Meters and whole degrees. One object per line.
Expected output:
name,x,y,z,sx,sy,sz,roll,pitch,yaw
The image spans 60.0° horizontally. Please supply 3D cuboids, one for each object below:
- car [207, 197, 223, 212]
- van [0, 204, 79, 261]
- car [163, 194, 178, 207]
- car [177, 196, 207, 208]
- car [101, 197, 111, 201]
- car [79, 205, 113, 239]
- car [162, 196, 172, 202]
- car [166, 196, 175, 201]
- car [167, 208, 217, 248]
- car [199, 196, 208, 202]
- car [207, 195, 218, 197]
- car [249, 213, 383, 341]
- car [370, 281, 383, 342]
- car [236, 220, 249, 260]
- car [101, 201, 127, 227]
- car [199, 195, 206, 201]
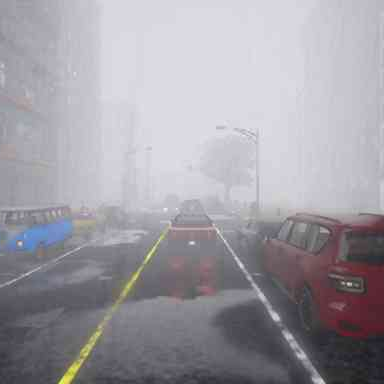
car,2.692,1.587,39.578,1.947,1.339,4.313,0,0,0
van,-5.688,1.340,11.964,1.690,1.788,3.998,0,0,0
car,-3.000,1.361,50.621,2.150,2.045,5.566,0,0,0
car,0.000,1.378,29.620,2.097,1.767,4.553,0,0,0
car,-16.425,1.382,58.084,4.403,1.369,2.008,1,-1,-1
car,-5.688,1.527,17.317,1.752,1.417,4.829,0,0,0
car,-5.689,1.624,77.489,2.008,1.369,4.403,0,0,0
car,-5.689,1.646,88.555,2.008,1.369,4.403,0,0,0
car,0.000,1.618,14.680,1.895,1.301,4.718,0,0,0
car,2.691,1.618,77.489,1.887,1.381,4.507,0,0,0
car,2.693,1.342,45.101,2.192,1.841,5.009,0,0,0
car,2.693,1.313,6.442,2.192,1.841,5.009,0,0,0
car,2.693,1.548,0.918,2.008,1.369,4.403,0,0,0
car,2.693,1.565,11.963,1.947,1.339,4.313,0,0,0
car,-5.689,1.571,23.010,1.947,1.339,4.313,0,0,0
car,2.691,1.621,88.725,1.752,1.417,4.829,0,0,0
